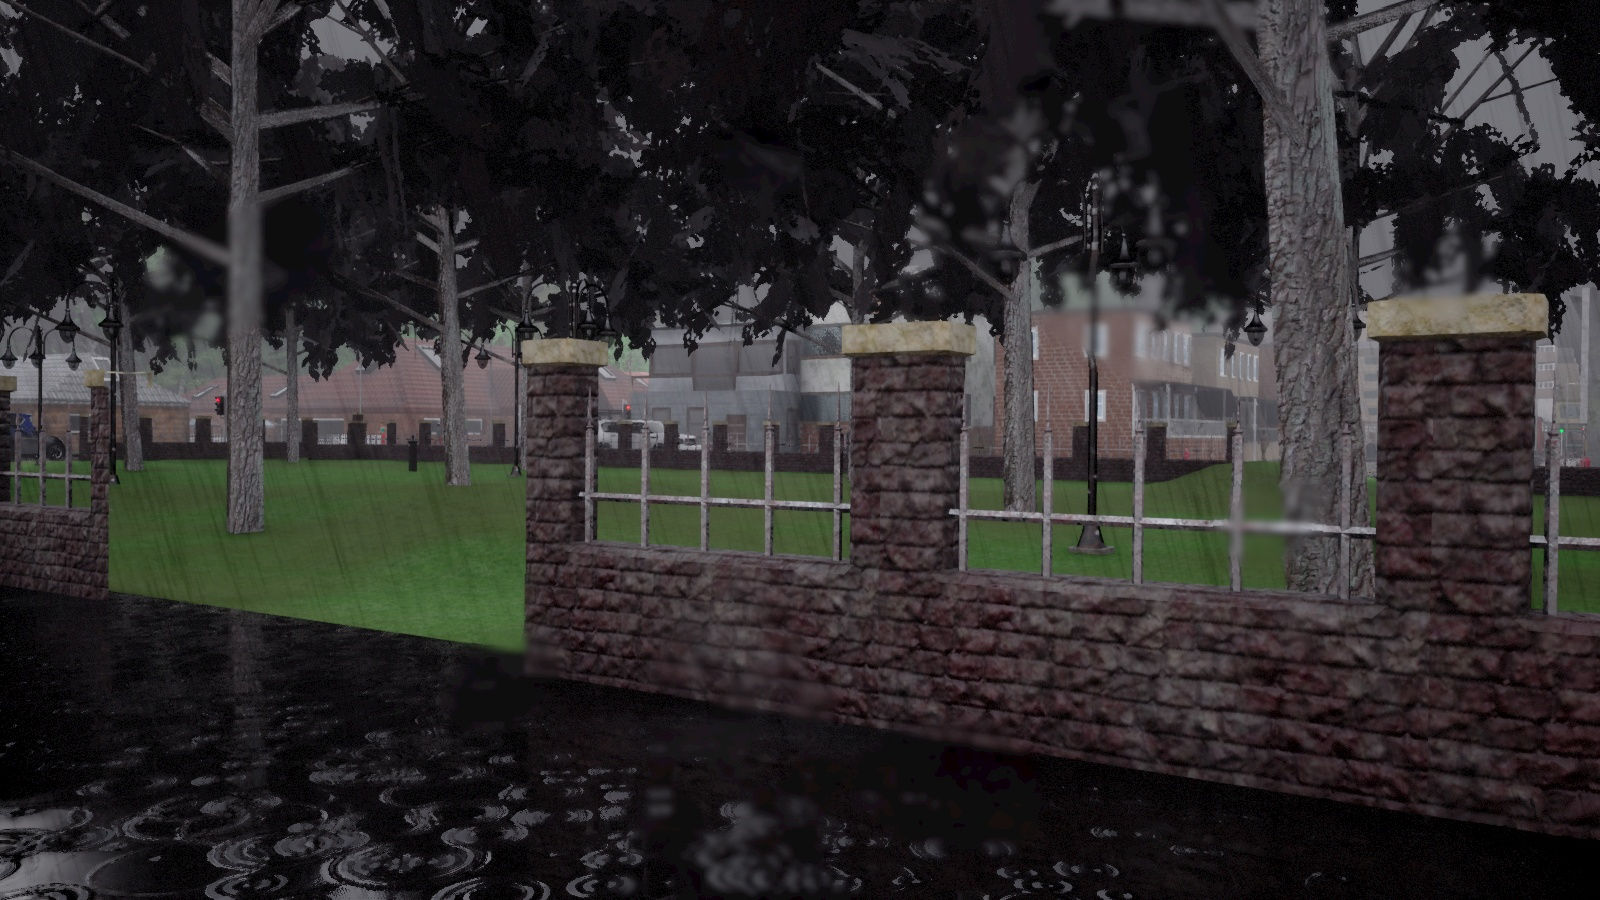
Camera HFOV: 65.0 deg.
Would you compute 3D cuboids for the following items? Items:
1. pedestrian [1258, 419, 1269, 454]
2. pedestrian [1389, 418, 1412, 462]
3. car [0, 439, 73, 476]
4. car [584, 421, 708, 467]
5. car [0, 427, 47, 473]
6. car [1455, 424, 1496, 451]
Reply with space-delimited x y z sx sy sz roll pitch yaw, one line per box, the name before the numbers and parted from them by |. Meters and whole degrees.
pedestrian | 25.781 -0.746 69.841 0.396 1.930 0.692 0 1 35
pedestrian | 25.136 -0.425 52.592 0.694 1.848 0.540 -1 1 0
car | -33.263 0.317 53.399 1.845 1.501 3.633 0 1 32
car | -7.207 -0.282 58.544 5.566 2.045 2.150 0 1 32
car | -36.748 0.026 55.470 2.150 2.045 5.566 0 1 34
car | 40.686 -0.771 75.580 1.851 1.617 3.988 0 1 33
